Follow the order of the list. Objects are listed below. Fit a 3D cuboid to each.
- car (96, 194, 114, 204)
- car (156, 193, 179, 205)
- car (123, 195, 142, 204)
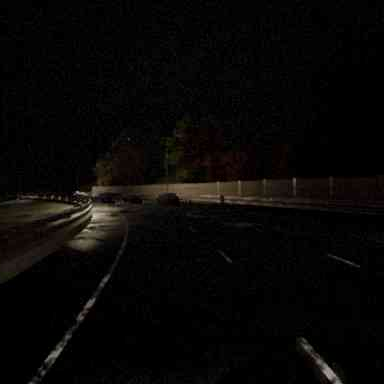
[{"bbox_3d":[-12.988,1.069,49.868,1.812,1.442,4.674,0,1,-28],"label":"car"},{"bbox_3d":[-3.435,0.892,46.291,2.097,1.767,4.553,-1,1,-24],"label":"car"},{"bbox_3d":[-8.954,1.093,49.667,1.994,1.385,4.181,0,1,-27],"label":"car"}]
